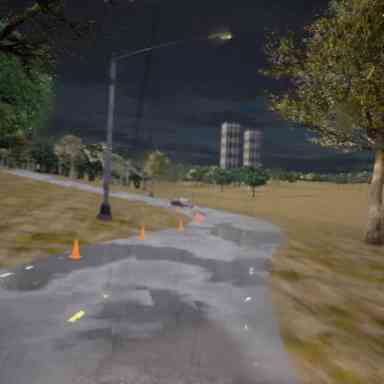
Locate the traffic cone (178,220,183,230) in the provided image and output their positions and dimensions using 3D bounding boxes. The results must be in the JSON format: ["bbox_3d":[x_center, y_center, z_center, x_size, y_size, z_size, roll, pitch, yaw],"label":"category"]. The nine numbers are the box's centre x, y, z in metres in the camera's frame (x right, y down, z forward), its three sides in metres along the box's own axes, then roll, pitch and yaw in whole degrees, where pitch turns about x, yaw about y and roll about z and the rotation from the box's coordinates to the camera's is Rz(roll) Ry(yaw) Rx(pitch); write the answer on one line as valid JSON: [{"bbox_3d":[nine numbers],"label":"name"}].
[{"bbox_3d":[-0.679,2.065,20.697,0.340,0.580,0.340,3,-1,18],"label":"traffic cone"}]

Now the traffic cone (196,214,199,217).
[{"bbox_3d":[0.393,2.162,25.178,0.340,0.580,0.340,3,-1,9],"label":"traffic cone"}]

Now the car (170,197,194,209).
[{"bbox_3d":[-1.458,1.487,47.004,1.812,1.442,4.674,2,3,-32],"label":"car"}]

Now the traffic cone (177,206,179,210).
[{"bbox_3d":[-1.850,2.049,43.220,0.340,0.580,0.340,2,2,-24],"label":"traffic cone"}]

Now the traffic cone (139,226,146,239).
[{"bbox_3d":[-2.373,1.945,16.057,0.340,0.580,0.340,3,0,19],"label":"traffic cone"}]

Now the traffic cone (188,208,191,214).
[{"bbox_3d":[-0.324,2.217,38.884,0.340,0.580,0.340,2,1,-15],"label":"traffic cone"}]

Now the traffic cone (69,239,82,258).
[{"bbox_3d":[-3.826,1.847,10.980,0.340,0.580,0.340,3,0,13],"label":"traffic cone"}]
